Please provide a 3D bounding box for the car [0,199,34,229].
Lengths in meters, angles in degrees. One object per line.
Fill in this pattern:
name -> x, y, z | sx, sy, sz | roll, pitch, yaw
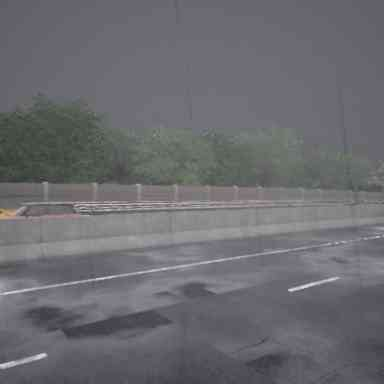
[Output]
car -> -12.566, 1.355, 20.817 | 4.553, 1.767, 2.097 | 0, 0, -35

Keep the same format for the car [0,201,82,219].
car -> -7.526, 1.357, 15.812 | 4.553, 1.767, 2.097 | 0, 0, -35

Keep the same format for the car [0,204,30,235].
car -> -11.385, 1.479, 17.362 | 5.008, 1.535, 1.882 | 0, 0, -35
